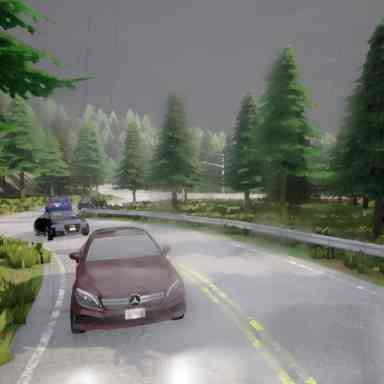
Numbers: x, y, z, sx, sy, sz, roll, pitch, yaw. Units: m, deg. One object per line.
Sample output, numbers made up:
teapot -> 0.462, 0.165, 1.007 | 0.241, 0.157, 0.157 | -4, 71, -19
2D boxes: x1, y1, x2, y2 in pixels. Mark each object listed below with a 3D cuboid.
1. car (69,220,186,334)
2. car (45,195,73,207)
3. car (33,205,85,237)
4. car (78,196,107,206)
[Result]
car -> -1.520, 1.522, 7.077 | 1.812, 1.442, 4.674 | -2, 0, -17
car -> -12.857, 1.325, 32.227 | 2.150, 2.045, 5.566 | -1, 0, -18
car -> -7.059, 1.663, 17.804 | 1.994, 1.385, 4.181 | -4, 2, -38
car -> -12.712, 1.287, 42.816 | 2.097, 1.767, 4.553 | 2, 2, 13
